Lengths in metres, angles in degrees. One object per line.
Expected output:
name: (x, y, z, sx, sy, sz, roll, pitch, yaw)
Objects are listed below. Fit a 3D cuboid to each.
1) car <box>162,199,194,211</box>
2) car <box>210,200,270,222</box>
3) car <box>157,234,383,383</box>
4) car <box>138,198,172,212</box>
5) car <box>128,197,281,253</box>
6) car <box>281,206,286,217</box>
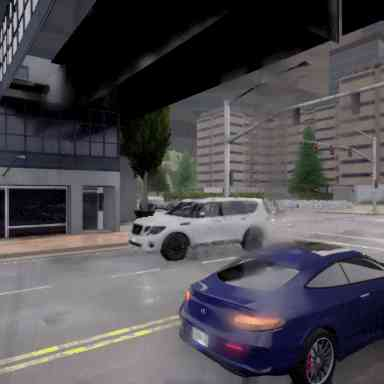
car: (-1.763, 1.563, 41.608, 1.994, 1.385, 4.181, 0, 0, -36)
car: (3.910, 1.491, 27.799, 2.128, 1.511, 4.902, 0, 0, -36)
car: (1.980, 1.526, 5.210, 4.674, 1.442, 1.812, 0, 0, -35)
car: (-4.448, 1.504, 39.348, 1.837, 1.490, 4.892, 0, 0, -36)
car: (0.449, 1.221, 12.468, 5.566, 2.045, 2.150, 0, 0, -31)
car: (6.304, 1.352, 30.459, 2.097, 1.767, 4.553, 0, 0, -36)
